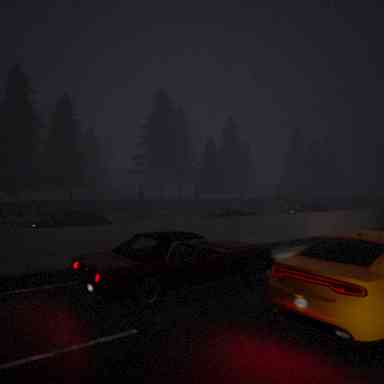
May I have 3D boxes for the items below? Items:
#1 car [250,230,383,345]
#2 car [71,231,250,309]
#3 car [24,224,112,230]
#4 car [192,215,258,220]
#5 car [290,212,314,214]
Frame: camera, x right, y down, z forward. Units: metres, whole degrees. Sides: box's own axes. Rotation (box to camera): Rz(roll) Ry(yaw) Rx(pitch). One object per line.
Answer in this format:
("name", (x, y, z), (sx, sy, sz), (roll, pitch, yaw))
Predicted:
("car", (3.619, 1.477, 6.330), (5.008, 1.535, 1.882), (0, 0, -36))
("car", (-0.223, 1.600, 7.888), (4.718, 1.301, 1.895), (0, 0, -36))
("car", (-6.153, 1.564, 16.801), (4.181, 1.385, 1.994), (0, 0, -36))
("car", (1.882, 1.563, 18.234), (4.181, 1.385, 1.994), (0, 0, -35))
("car", (11.518, 1.597, 33.706), (4.718, 1.301, 1.895), (0, 0, -35))
